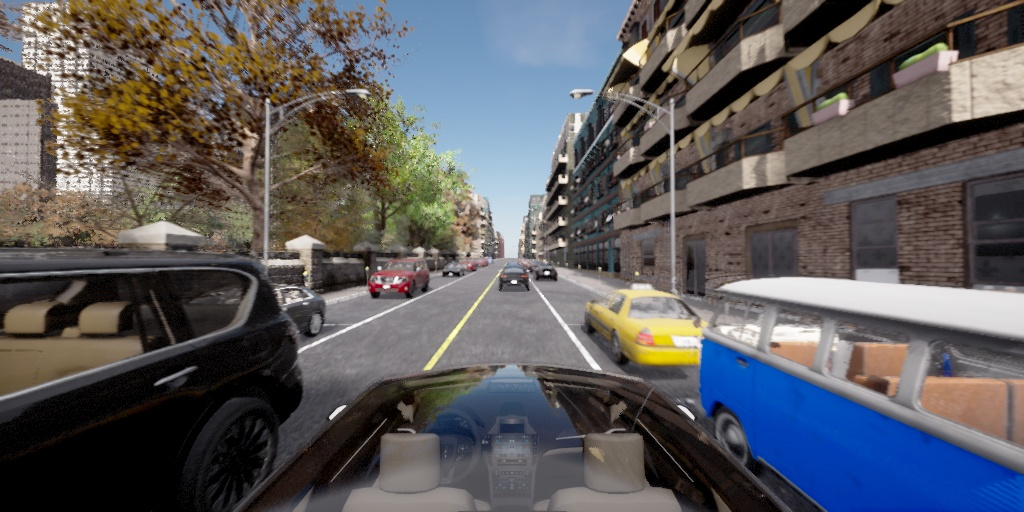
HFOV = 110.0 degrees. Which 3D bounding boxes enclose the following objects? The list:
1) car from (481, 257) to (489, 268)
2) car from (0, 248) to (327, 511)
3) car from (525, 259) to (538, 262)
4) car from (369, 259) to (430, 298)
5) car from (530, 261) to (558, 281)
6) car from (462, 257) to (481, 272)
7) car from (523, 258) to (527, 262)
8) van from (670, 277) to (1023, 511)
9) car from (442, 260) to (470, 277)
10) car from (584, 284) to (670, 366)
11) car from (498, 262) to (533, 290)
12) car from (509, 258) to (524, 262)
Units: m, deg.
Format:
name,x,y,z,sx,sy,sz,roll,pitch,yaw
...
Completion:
name,x,y,z,sx,sy,sz,roll,pitch,yaw
car,-5.630,1.323,62.897,1.888,1.381,4.507,0,0,0
car,-3.100,0.972,1.191,2.150,2.045,5.566,0,0,0
car,2.729,1.334,40.796,1.948,1.339,4.313,0,0,0
car,-5.674,1.072,18.710,2.192,1.841,5.009,0,0,0
car,2.717,1.329,29.747,1.948,1.339,4.313,0,0,0
car,-5.646,1.085,46.327,2.192,1.841,5.009,0,0,0
car,2.735,1.210,46.319,1.967,1.591,4.097,0,0,0
van,2.691,1.091,2.131,1.690,1.789,3.998,0,0,0
car,-5.657,1.331,35.280,1.948,1.339,4.313,0,0,0
car,2.696,1.278,7.824,1.751,1.417,4.829,0,0,0
car,0.120,1.285,22.445,1.812,1.442,4.674,0,0,0
car,0.142,1.333,44.549,1.994,1.385,4.181,0,0,0
